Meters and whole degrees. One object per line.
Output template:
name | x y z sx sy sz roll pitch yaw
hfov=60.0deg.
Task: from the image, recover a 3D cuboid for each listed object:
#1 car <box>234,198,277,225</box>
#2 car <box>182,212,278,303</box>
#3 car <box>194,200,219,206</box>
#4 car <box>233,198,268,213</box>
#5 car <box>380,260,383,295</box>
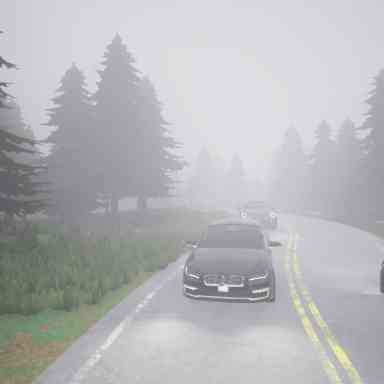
car | 3.856 1.270 20.360 2.097 1.767 4.553 -1 0 5
car | 1.082 1.496 8.405 1.837 1.490 4.892 -1 0 12
car | 1.874 1.799 44.853 1.812 1.442 4.674 3 -5 -35
car | 6.167 1.411 35.732 1.837 1.490 4.892 2 -1 -16
car | 4.489 1.309 4.638 2.097 1.767 4.553 -1 0 8
